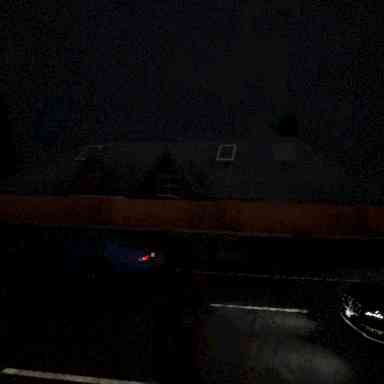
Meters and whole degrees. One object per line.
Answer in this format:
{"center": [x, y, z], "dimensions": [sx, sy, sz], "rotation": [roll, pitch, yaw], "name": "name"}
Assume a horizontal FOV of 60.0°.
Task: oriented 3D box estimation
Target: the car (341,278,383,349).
{"center": [5.094, 1.890, 5.480], "dimensions": [4.892, 1.490, 1.837], "rotation": [2, -2, 5], "name": "car"}

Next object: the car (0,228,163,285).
{"center": [-3.598, 1.794, 9.992], "dimensions": [5.357, 1.411, 2.033], "rotation": [2, -2, 9], "name": "car"}
